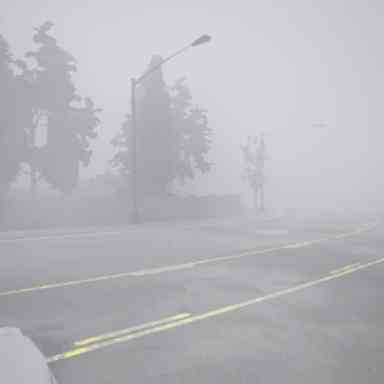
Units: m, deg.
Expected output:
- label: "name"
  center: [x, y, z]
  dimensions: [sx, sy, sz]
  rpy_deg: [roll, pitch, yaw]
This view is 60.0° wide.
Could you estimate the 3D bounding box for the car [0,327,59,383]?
- label: "car"
  center: [-3.117, 1.603, 1.610]
  dimensions: [4.718, 1.301, 1.895]
  rpy_deg: [0, 0, -35]
